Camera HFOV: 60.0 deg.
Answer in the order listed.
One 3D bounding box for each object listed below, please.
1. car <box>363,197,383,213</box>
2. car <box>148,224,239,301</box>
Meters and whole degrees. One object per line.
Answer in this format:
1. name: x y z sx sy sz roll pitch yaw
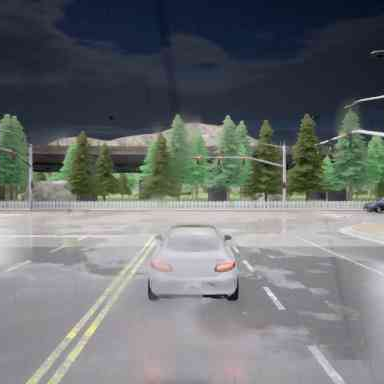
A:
1. car: 20.734 1.296 35.348 4.553 1.767 2.097 0 0 0
2. car: 0.033 1.526 8.216 1.812 1.442 4.674 0 0 0
